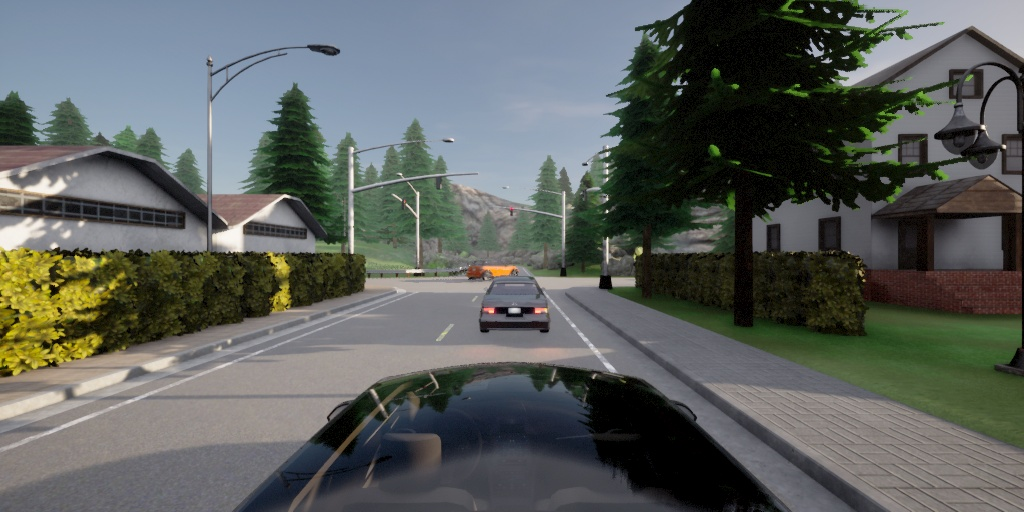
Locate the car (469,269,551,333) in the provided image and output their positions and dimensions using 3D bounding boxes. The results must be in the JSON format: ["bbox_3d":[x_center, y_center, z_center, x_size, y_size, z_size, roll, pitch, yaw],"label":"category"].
[{"bbox_3d":[0.076,1.297,10.729,2.033,1.411,5.357,0,0,0],"label":"car"}]

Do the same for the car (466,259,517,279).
[{"bbox_3d":[-1.515,1.093,29.760,4.553,1.767,2.097,0,0,-44],"label":"car"}]
